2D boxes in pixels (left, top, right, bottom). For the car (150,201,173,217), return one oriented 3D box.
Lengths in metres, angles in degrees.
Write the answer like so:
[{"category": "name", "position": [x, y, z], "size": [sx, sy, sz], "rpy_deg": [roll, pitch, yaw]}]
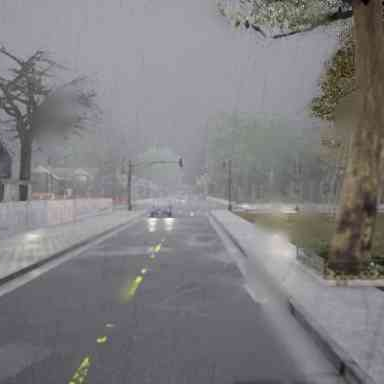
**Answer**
[{"category": "car", "position": [-2.769, 1.548, 31.299], "size": [1.812, 1.442, 4.674], "rpy_deg": [0, 0, 1]}]
